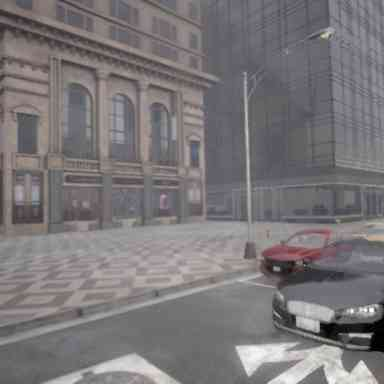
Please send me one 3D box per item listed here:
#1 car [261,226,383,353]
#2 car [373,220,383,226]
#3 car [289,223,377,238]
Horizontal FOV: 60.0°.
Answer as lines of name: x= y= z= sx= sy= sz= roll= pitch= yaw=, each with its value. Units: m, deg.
car: x=3.487 y=1.674 z=6.499 sx=4.902 sy=1.511 sz=2.128 roll=0 pitch=-3 yaw=-42
car: x=8.038 y=1.896 z=14.329 sx=4.829 sy=1.417 sz=1.752 roll=0 pitch=-3 yaw=-42
car: x=3.997 y=1.885 z=10.664 sx=4.507 sy=1.381 sz=1.887 roll=0 pitch=-3 yaw=-42
